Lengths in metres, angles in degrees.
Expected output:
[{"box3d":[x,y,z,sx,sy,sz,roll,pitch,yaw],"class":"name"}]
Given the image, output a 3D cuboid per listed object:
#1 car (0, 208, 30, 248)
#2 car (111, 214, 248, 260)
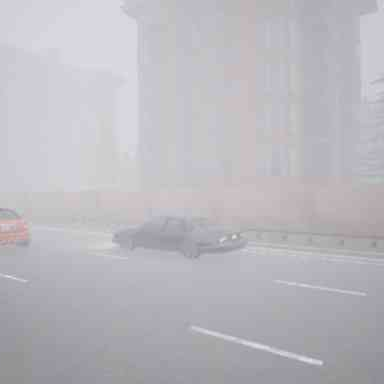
[{"box3d":[-8.912,1.453,14.102,4.553,1.767,2.097,-1,0,35],"class":"car"},{"box3d":[-0.643,1.561,12.523,5.357,1.411,2.033,-1,0,35],"class":"car"}]
